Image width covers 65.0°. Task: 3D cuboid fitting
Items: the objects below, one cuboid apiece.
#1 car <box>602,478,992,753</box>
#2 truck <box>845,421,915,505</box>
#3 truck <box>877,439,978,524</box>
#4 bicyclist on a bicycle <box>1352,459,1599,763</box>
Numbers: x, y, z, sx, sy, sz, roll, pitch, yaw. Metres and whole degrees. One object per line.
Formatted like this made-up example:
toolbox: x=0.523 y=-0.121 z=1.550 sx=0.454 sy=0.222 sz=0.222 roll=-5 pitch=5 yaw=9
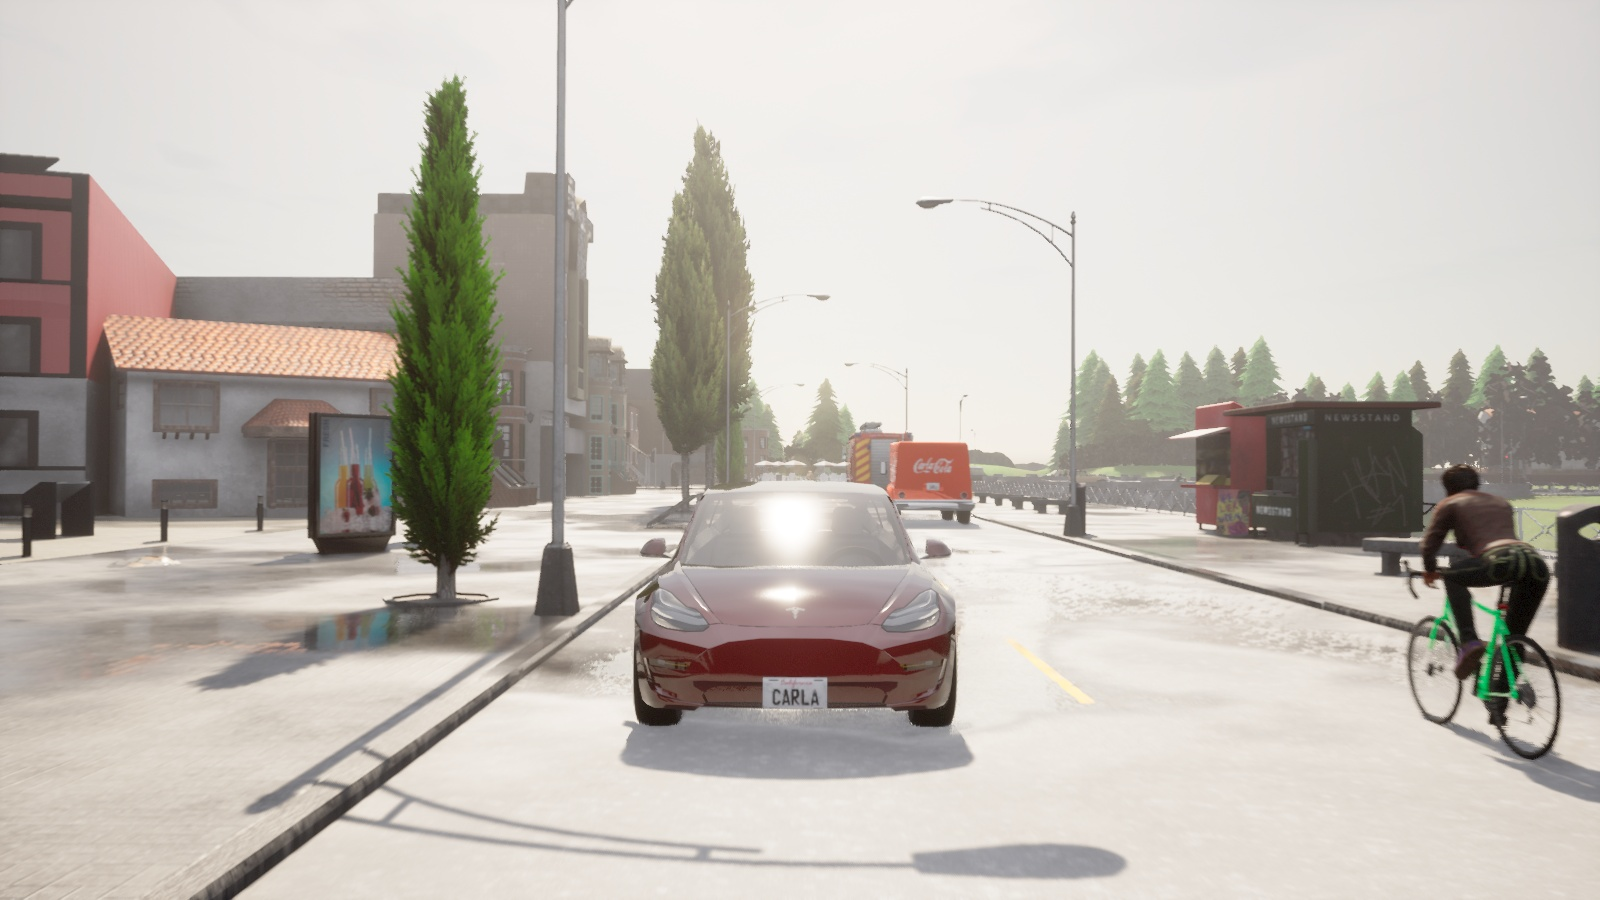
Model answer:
car: x=-0.025 y=0.972 z=9.380 sx=2.163 sy=1.488 sz=4.792 roll=0 pitch=-1 yaw=0
truck: x=3.835 y=0.672 z=62.025 sx=2.891 sy=3.827 sz=8.468 roll=0 pitch=-1 yaw=0
truck: x=3.895 y=0.973 z=39.437 sx=2.627 sy=2.467 sz=5.204 roll=0 pitch=-1 yaw=0
bicyclist on a bicycle: x=3.979 y=0.878 z=7.539 sx=0.582 sy=1.620 sz=1.656 roll=0 pitch=-1 yaw=0
